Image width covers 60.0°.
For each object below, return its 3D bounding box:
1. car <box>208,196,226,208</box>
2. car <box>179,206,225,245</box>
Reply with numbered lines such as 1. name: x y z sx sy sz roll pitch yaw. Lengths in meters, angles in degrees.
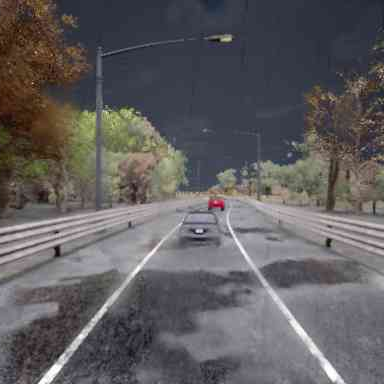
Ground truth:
1. car: 3.570 1.523 47.454 2.150 2.045 5.566 0 0 8
2. car: 0.447 1.635 15.940 2.033 1.411 5.357 0 0 3
